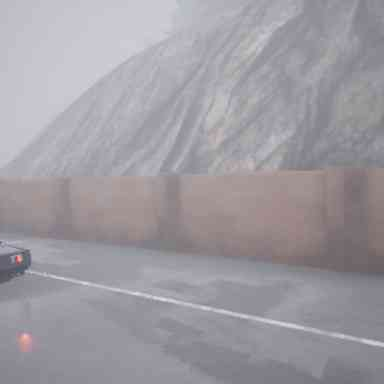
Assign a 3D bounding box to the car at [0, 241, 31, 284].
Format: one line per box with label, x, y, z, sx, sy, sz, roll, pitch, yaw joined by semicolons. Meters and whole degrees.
car;-5.853;1.439;7.502;4.718;1.301;1.895;0;3;31
